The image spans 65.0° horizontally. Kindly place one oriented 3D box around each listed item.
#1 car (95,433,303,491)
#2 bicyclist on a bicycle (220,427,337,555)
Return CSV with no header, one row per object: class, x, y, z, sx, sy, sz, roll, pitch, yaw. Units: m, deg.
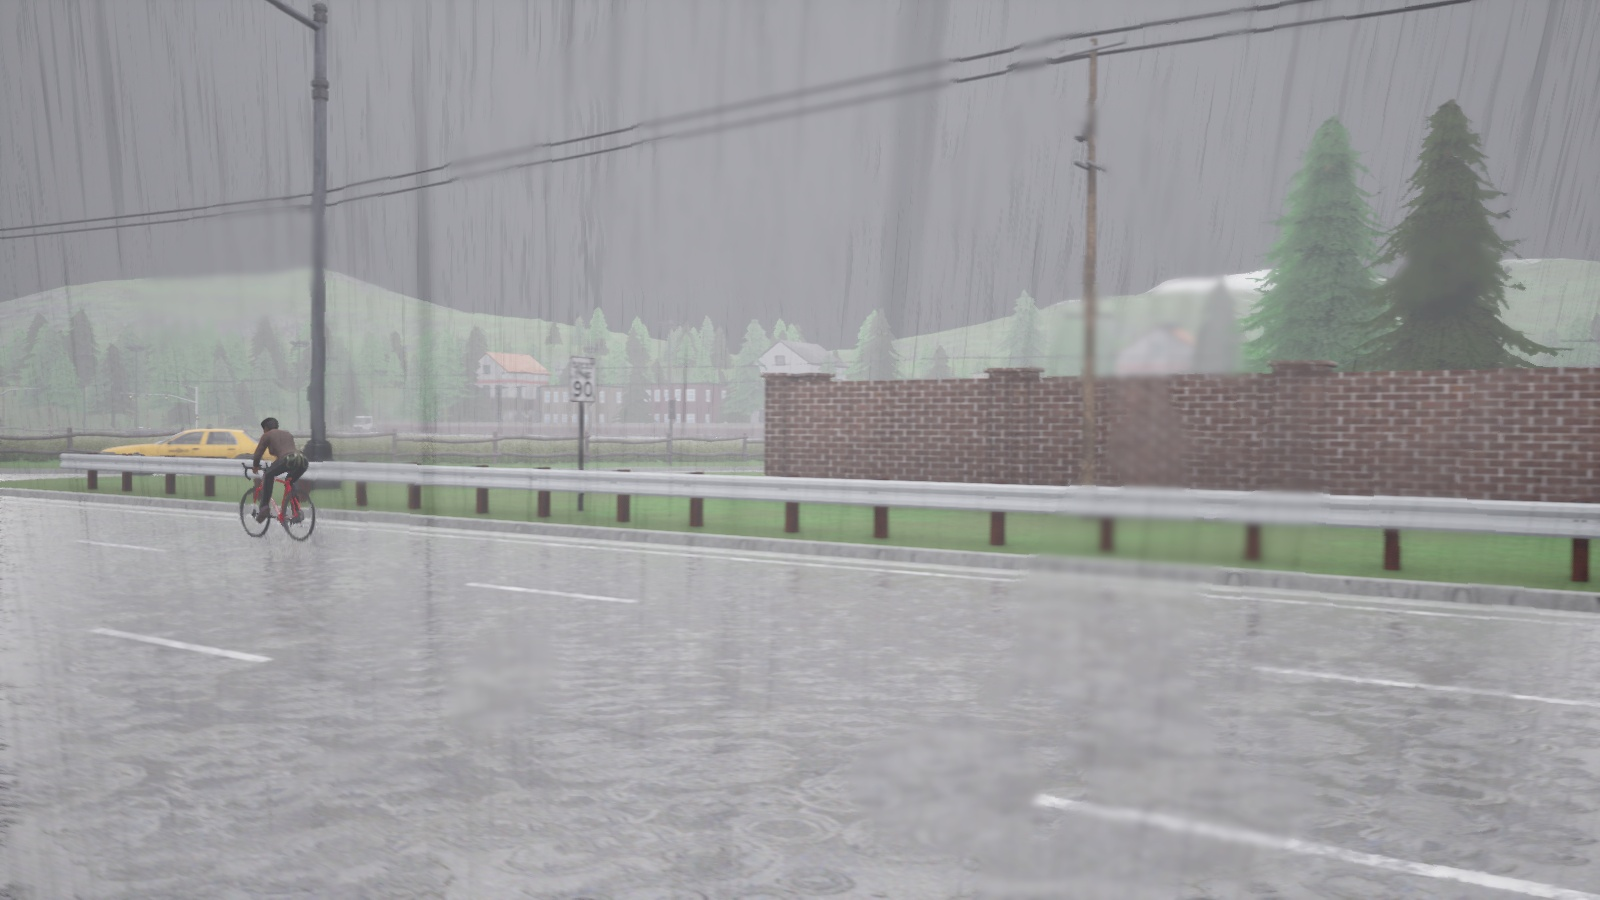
car,-17.664,0.323,37.194,5.366,1.575,1.801,-1,1,-18
bicyclist on a bicycle,-6.911,0.520,16.616,1.656,1.620,0.582,-1,1,34
